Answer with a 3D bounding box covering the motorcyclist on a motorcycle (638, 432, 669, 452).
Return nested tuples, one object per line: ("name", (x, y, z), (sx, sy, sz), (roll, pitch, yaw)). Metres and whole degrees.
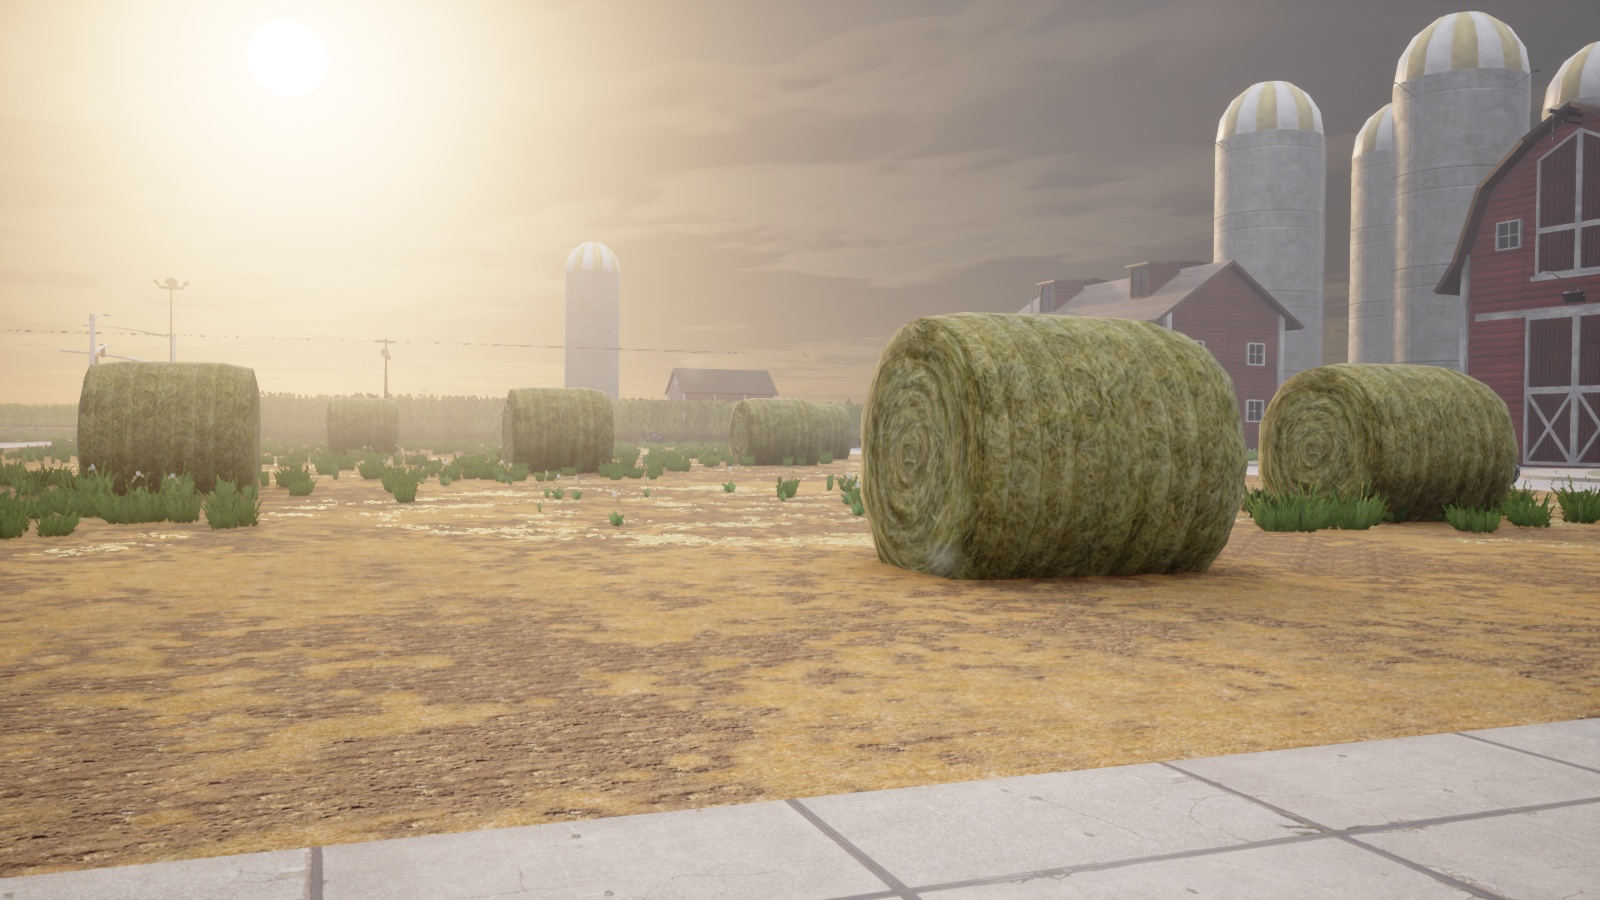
("motorcyclist on a motorcycle", (-11.119, -0.601, 95.539), (2.191, 1.530, 0.866), (-1, 1, -21))
